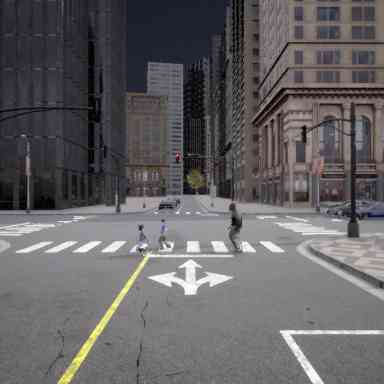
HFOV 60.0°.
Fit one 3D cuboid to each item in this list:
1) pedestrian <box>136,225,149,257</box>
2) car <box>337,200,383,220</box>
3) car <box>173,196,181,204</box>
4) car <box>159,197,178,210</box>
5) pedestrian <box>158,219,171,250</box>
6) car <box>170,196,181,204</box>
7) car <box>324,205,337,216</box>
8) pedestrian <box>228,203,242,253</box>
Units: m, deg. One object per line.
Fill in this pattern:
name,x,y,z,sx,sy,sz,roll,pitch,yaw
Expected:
pedestrian,-1.730,1.297,11.547,0.375,1.860,0.375,0,0,0
car,14.993,1.517,26.777,5.357,1.411,2.033,0,0,0
car,-3.250,1.571,53.368,2.128,1.511,4.902,0,0,0
car,-3.211,1.654,42.897,1.895,1.301,4.718,0,0,0
pedestrian,-1.028,1.564,12.744,0.375,1.300,0.375,0,0,0
car,-3.260,1.620,65.617,1.837,1.490,4.892,0,0,0
car,14.513,1.488,30.073,4.902,1.511,2.128,0,0,-2
pedestrian,1.598,1.295,12.154,0.375,1.860,0.375,0,0,0
